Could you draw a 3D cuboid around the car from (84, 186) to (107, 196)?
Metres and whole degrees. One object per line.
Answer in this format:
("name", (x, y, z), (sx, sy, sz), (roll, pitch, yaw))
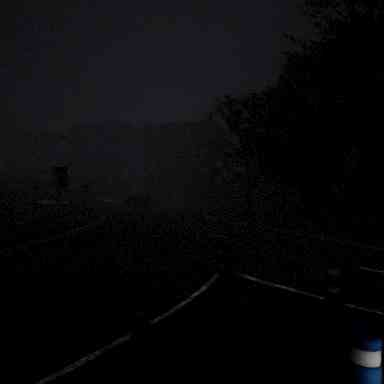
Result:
("car", (-16.389, -0.247, 58.454), (2.231, 1.521, 4.892), (6, 1, 5))

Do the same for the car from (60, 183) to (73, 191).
("car", (-21.885, -0.902, 60.836), (1.946, 1.575, 5.366), (7, 1, 5))

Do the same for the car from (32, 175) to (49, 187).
("car", (-27.329, -1.804, 63.547), (2.435, 2.045, 5.566), (7, 1, 5))

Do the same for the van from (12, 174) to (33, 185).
("van", (-32.829, -2.432, 66.019), (1.878, 1.987, 4.442), (7, 1, 5))

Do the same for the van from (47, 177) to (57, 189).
("van", (-24.583, -1.455, 62.413), (1.878, 1.987, 4.442), (6, 1, 5))

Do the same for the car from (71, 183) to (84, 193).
("car", (-19.130, -0.535, 59.743), (2.002, 1.452, 4.674), (7, 1, 5))

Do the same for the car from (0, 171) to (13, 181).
("car", (-38.311, -3.114, 68.724), (2.435, 2.045, 5.566), (6, 1, 5))
